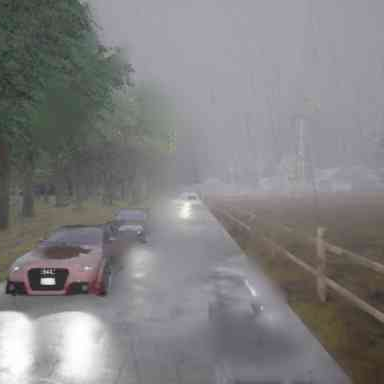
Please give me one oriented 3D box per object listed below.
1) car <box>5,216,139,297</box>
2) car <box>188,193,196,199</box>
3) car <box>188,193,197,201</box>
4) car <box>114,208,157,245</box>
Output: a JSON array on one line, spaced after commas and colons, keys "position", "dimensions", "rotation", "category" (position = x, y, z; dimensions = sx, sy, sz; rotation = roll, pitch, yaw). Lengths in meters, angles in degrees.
[{"position": [-2.761, 1.525, 8.401], "dimensions": [1.994, 1.385, 4.181], "rotation": [0, 0, 1], "category": "car"}, {"position": [0.049, 0.963, 84.711], "dimensions": [1.994, 1.385, 4.181], "rotation": [0, 0, 0], "category": "car"}, {"position": [0.043, 1.087, 74.284], "dimensions": [1.882, 1.535, 5.008], "rotation": [0, 0, 0], "category": "car"}, {"position": [-2.750, 1.476, 15.506], "dimensions": [2.033, 1.411, 5.357], "rotation": [0, 0, 0], "category": "car"}]
